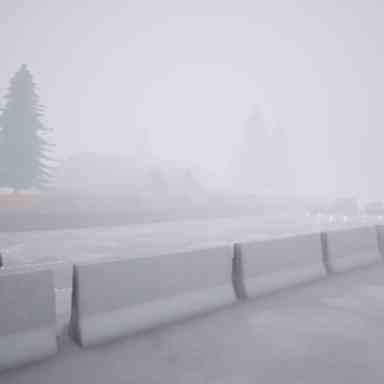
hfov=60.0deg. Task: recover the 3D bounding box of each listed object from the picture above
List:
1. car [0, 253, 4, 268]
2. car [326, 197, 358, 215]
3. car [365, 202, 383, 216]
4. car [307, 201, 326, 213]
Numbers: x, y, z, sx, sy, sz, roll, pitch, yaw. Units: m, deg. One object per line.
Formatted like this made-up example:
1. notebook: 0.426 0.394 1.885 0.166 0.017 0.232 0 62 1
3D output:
1. car: -7.077 1.703 7.594 4.718 1.301 1.895 0 -1 -35
2. car: 18.709 1.689 40.803 2.150 2.045 5.566 -1 -1 40
3. car: 21.605 1.944 38.842 1.837 1.490 4.892 -1 -1 40
4. car: 16.920 2.014 44.174 1.837 1.490 4.892 0 -1 39
